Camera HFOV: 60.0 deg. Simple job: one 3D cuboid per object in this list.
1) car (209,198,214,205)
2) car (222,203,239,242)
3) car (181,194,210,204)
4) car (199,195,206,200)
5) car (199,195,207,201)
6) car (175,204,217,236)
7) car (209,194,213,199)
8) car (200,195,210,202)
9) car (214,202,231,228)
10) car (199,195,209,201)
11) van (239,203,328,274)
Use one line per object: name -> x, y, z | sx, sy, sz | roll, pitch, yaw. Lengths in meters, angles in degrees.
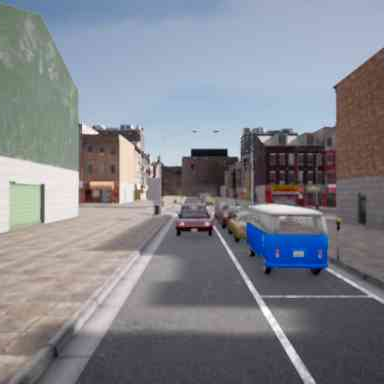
car -> 2.679, 1.464, 26.755 | 1.887, 1.381, 4.507 | 1, 0, 0
car -> 2.666, 1.474, 15.844 | 1.752, 1.417, 4.829 | 1, 0, 0
car -> 0.135, 1.268, 28.110 | 2.097, 1.767, 4.553 | 0, 0, 0
car -> 2.752, 1.432, 86.621 | 1.802, 1.307, 4.206 | 1, 0, 0
car -> 2.745, 1.432, 81.118 | 1.802, 1.307, 4.206 | 1, 0, 0
car -> 0.124, 1.543, 18.087 | 1.895, 1.301, 4.718 | 0, 0, 0
car -> 2.713, 1.392, 53.770 | 1.752, 1.417, 4.829 | 1, 0, 0
car -> 2.732, 1.418, 70.111 | 1.947, 1.339, 4.313 | 1, 0, 0
car -> 2.674, 1.373, 21.213 | 1.967, 1.590, 4.097 | 1, 0, 0
car -> 2.739, 1.402, 75.614 | 2.008, 1.369, 4.403 | 1, 0, 0
van -> 2.662, 1.306, 10.132 | 1.690, 1.788, 3.998 | 1, 0, 0
